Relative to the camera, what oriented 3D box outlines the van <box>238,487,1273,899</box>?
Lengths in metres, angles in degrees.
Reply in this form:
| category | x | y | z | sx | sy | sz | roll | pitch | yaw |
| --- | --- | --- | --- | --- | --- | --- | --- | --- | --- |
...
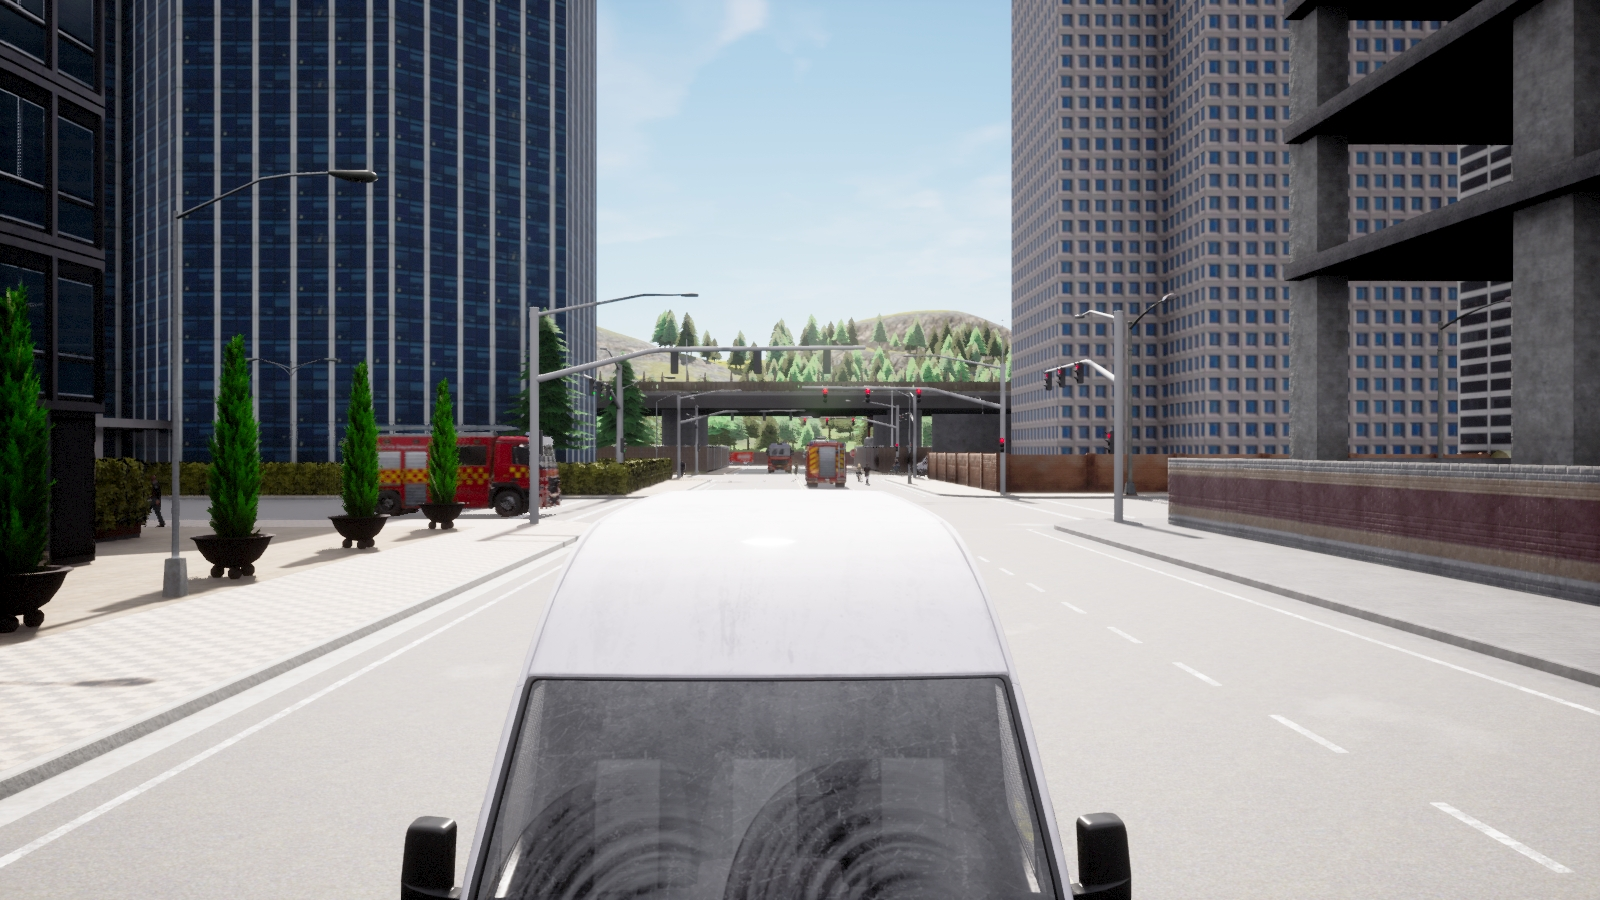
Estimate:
| category | x | y | z | sx | sy | sz | roll | pitch | yaw |
| --- | --- | --- | --- | --- | --- | --- | --- | --- | --- |
| van | -0.128 | 1.535 | 5.152 | 1.988 | 2.561 | 5.915 | 0 | 0 | -1 |

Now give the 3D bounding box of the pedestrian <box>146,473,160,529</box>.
| category | x | y | z | sx | sy | sz | roll | pitch | yaw |
| --- | --- | --- | --- | --- | --- | --- | --- | --- | --- |
| pedestrian | -21.623 | 1.696 | 38.185 | 0.375 | 1.860 | 0.375 | 0 | 0 | -25 |

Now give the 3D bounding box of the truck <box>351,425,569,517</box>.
| category | x | y | z | sx | sy | sz | roll | pitch | yaw |
| --- | --- | --- | --- | --- | --- | --- | --- | --- | --- |
| truck | -14.440 | 0.890 | 48.982 | 8.468 | 3.827 | 2.891 | 0 | 0 | 0 |
